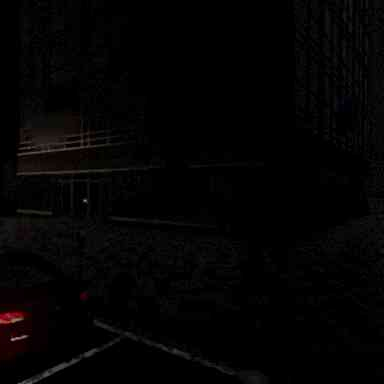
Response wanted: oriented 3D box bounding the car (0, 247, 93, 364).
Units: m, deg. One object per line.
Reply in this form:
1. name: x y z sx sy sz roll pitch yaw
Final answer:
1. car: -3.337 1.557 5.338 4.206 1.307 1.802 0 0 35
